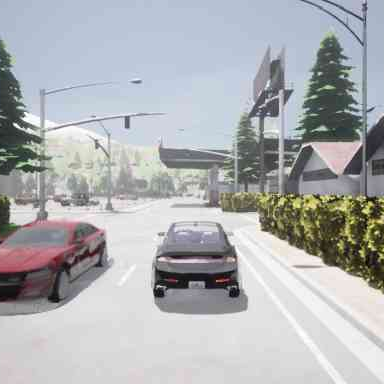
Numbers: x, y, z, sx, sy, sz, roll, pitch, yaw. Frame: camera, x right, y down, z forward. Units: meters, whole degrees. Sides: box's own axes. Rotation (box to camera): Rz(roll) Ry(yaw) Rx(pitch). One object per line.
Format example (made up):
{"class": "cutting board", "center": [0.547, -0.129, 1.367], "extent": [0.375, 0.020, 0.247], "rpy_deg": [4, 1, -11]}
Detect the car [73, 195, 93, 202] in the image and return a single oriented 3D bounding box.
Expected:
{"class": "car", "center": [-24.040, 1.318, 73.366], "extent": [3.633, 1.501, 1.845], "rpy_deg": [0, 0, -1]}

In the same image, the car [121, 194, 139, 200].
{"class": "car", "center": [-16.506, 1.338, 88.393], "extent": [4.514, 1.523, 2.007], "rpy_deg": [0, 0, -1]}

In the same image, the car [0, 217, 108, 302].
{"class": "car", "center": [-3.562, 1.477, 8.470], "extent": [1.882, 1.535, 5.008], "rpy_deg": [0, 0, 0]}

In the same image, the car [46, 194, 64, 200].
{"class": "car", "center": [-35.102, 1.383, 85.294], "extent": [3.806, 1.475, 1.970], "rpy_deg": [0, 0, -1]}

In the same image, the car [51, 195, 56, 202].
{"class": "car", "center": [-24.023, 1.297, 63.373], "extent": [4.514, 1.523, 2.007], "rpy_deg": [0, 0, -1]}

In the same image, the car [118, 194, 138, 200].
{"class": "car", "center": [-16.436, 1.329, 85.257], "extent": [5.027, 1.636, 2.152], "rpy_deg": [0, 0, -1]}

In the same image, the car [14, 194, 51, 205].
{"class": "car", "center": [-24.661, 1.097, 50.912], "extent": [4.605, 1.855, 1.932], "rpy_deg": [0, 0, -1]}

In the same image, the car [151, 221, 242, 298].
{"class": "car", "center": [0.099, 1.491, 8.529], "extent": [2.128, 1.511, 4.902], "rpy_deg": [0, 0, 0]}

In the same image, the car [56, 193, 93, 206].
{"class": "car", "center": [-16.774, 1.076, 47.672], "extent": [3.866, 1.878, 1.905], "rpy_deg": [0, 0, -1]}

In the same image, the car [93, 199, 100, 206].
{"class": "car", "center": [-16.182, 1.360, 51.000], "extent": [3.806, 1.475, 1.970], "rpy_deg": [0, 0, -1]}
